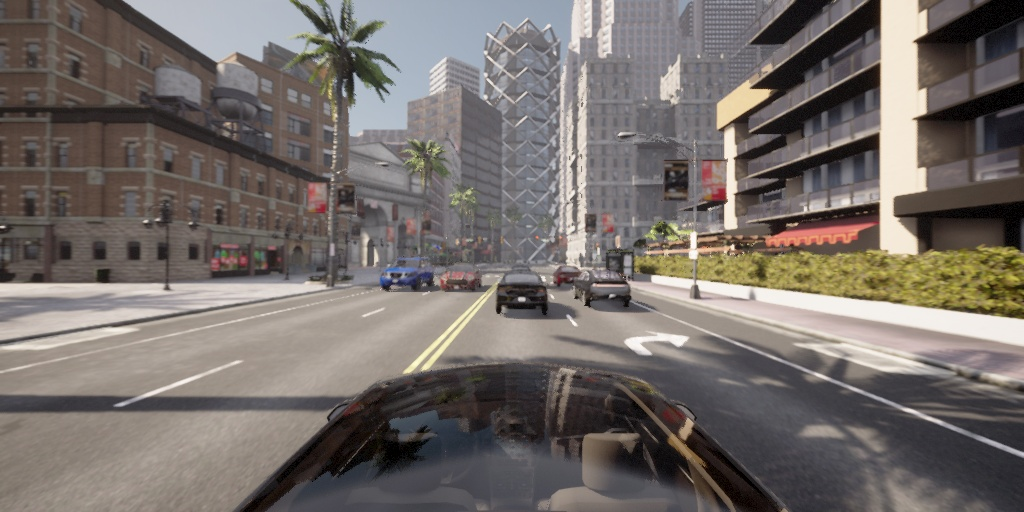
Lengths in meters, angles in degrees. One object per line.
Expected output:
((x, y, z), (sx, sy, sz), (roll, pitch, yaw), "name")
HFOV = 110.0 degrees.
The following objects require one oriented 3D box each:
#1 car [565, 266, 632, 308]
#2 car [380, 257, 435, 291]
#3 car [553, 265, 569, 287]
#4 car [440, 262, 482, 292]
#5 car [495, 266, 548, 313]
((3.908, 1.376, 16.196), (2.128, 1.511, 4.902), (0, -1, 1), "car")
((-6.609, 1.098, 23.300), (2.150, 2.045, 5.566), (0, 0, 2), "car")
((4.157, 1.450, 27.025), (1.882, 1.535, 5.008), (0, 0, 1), "car")
((-3.123, 1.246, 22.802), (2.097, 1.767, 4.553), (0, 0, 2), "car")
((0.376, 1.329, 14.523), (1.882, 1.535, 5.008), (0, -1, 1), "car")
